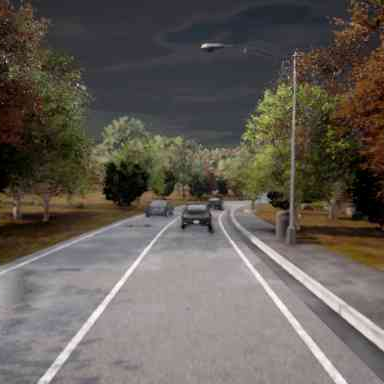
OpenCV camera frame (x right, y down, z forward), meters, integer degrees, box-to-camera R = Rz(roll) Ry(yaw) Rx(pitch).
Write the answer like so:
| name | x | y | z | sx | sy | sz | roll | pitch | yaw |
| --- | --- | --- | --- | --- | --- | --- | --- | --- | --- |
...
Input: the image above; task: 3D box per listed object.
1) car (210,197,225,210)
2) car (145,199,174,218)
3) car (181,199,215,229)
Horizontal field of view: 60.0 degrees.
| name | x | y | z | sx | sy | sz | roll | pitch | yaw |
| --- | --- | --- | --- | --- | --- | --- | --- | --- | --- |
| car | 3.060 | 1.478 | 43.202 | 1.837 | 1.490 | 4.892 | 1 | 0 | 11 |
| car | -2.786 | 1.443 | 29.190 | 1.837 | 1.490 | 4.892 | 0 | 0 | 6 |
| car | 0.355 | 1.468 | 21.586 | 1.837 | 1.490 | 4.892 | 0 | 0 | 2 |
